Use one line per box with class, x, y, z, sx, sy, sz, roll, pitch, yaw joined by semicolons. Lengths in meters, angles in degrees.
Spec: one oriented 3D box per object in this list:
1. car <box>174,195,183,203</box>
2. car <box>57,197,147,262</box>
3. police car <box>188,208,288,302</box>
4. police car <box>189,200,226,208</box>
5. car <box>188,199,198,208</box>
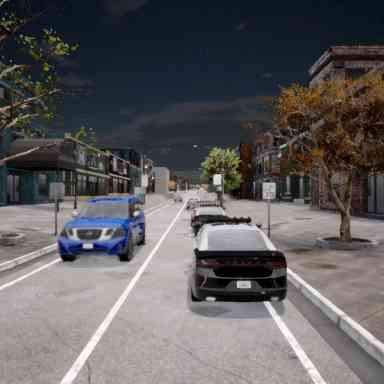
car;-2.759;1.502;68.385;1.837;1.490;4.892;0;0;0
car;-3.056;1.246;12.559;2.150;2.045;5.566;0;0;0
police car;0.929;1.441;8.481;1.930;1.638;5.238;0;0;0
police car;0.964;1.463;18.481;1.930;1.638;5.238;0;0;0
car;0.985;1.401;24.341;2.097;1.767;4.553;0;0;0
